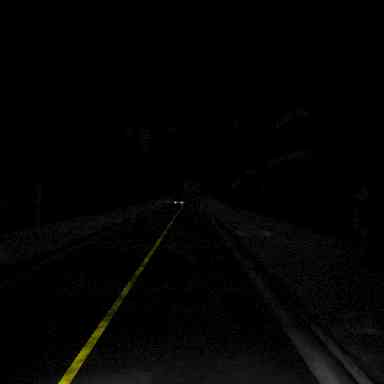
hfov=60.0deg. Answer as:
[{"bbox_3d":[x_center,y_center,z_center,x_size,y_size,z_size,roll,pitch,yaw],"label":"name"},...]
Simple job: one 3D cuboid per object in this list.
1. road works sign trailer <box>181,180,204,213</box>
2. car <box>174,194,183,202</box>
[{"bbox_3d":[0.006,0.436,36.961,2.380,3.560,2.880,0,0,0],"label":"road works sign trailer"},{"bbox_3d":[-3.000,1.325,76.772,2.097,1.767,4.553,0,0,0],"label":"car"}]
